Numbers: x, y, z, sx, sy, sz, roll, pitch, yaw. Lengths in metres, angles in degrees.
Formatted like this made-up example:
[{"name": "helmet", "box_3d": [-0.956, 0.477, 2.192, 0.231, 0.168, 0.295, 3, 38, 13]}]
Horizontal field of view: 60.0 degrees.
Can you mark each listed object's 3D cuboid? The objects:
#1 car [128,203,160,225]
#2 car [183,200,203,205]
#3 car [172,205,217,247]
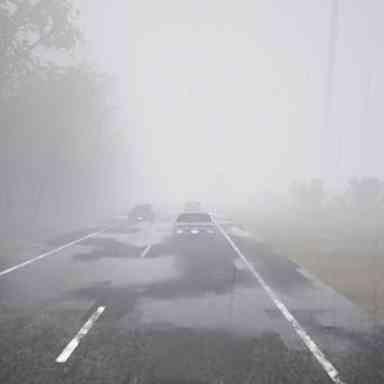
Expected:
[{"name": "car", "box_3d": [-3.397, 1.525, 23.998, 1.812, 1.442, 4.674, 0, 0, 0]}, {"name": "car", "box_3d": [0.102, 1.544, 33.382, 2.033, 1.411, 5.357, 0, 0, 0]}, {"name": "car", "box_3d": [0.101, 1.548, 15.055, 2.033, 1.411, 5.357, 0, 0, 0]}]
